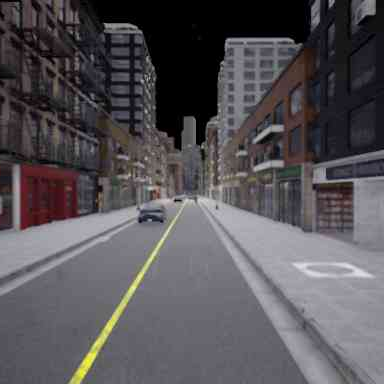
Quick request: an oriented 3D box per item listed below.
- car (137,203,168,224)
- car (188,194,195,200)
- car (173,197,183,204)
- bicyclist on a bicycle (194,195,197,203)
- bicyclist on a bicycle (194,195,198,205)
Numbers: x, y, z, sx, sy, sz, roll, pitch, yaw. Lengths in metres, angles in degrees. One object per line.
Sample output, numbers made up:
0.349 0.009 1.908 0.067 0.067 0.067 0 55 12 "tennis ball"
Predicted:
-2.858 1.547 25.147 2.033 1.411 5.357 0 0 0 "car"
-0.022 1.444 86.338 2.033 1.411 5.357 0 0 0 "car"
-2.771 1.627 66.408 1.895 1.301 4.718 0 0 0 "car"
0.734 1.485 68.229 0.582 1.620 1.656 0 0 0 "bicyclist on a bicycle"
0.739 1.476 59.229 0.582 1.620 1.656 0 0 0 "bicyclist on a bicycle"
